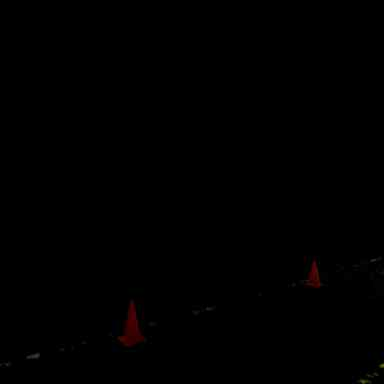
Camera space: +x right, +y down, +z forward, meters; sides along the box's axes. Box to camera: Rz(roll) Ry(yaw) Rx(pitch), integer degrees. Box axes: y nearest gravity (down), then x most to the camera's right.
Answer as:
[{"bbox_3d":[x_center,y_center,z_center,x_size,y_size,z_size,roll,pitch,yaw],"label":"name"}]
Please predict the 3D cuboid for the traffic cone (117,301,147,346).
[{"bbox_3d":[-0.918,1.958,5.077,0.340,0.580,0.340,0,0,-37],"label":"traffic cone"}]

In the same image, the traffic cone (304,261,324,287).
[{"bbox_3d":[2.965,1.964,8.081,0.340,0.580,0.340,0,0,-39],"label":"traffic cone"}]
